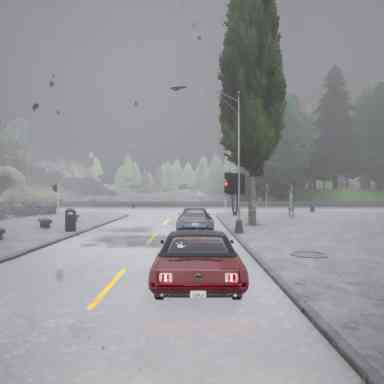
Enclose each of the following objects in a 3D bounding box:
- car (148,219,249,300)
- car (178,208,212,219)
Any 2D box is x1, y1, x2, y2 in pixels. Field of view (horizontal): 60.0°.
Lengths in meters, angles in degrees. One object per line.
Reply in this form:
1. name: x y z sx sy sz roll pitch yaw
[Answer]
1. car: 0.127 1.601 8.351 1.895 1.301 4.718 0 0 0
2. car: 0.162 1.564 18.390 1.994 1.385 4.181 0 0 0
